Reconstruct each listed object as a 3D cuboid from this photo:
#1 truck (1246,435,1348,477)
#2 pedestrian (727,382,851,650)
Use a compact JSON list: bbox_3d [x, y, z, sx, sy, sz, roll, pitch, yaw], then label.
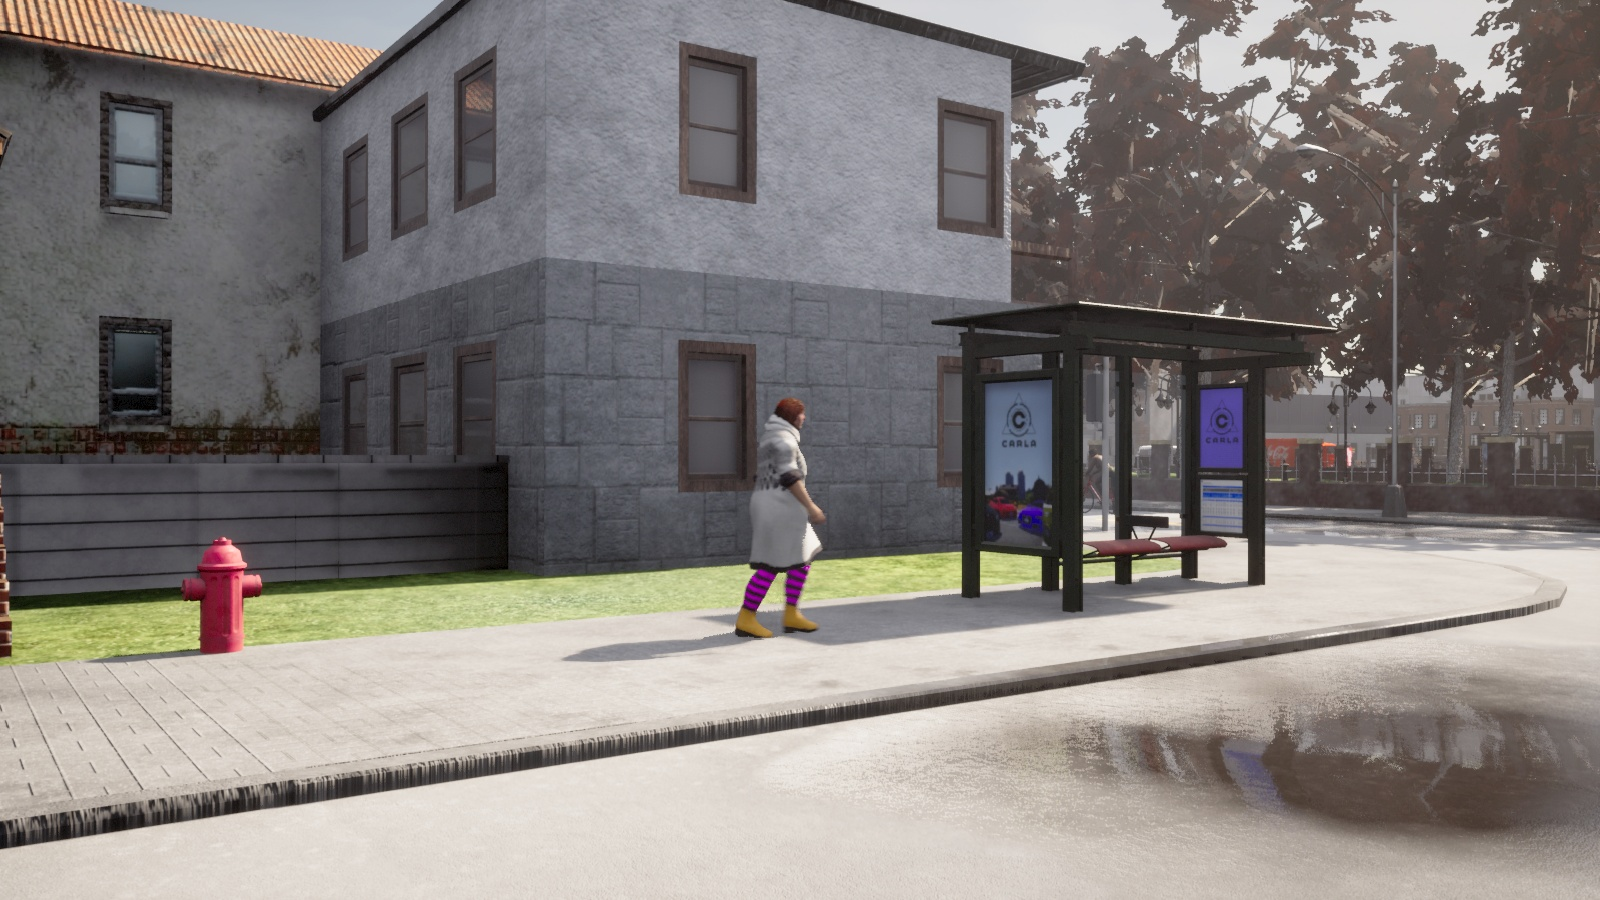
[{"bbox_3d":[30.378,0.382,76.878,2.627,2.467,5.204,0,0,-35],"label":"truck"},{"bbox_3d":[-0.096,0.478,9.508,0.873,1.952,0.659,0,0,-6],"label":"pedestrian"}]
